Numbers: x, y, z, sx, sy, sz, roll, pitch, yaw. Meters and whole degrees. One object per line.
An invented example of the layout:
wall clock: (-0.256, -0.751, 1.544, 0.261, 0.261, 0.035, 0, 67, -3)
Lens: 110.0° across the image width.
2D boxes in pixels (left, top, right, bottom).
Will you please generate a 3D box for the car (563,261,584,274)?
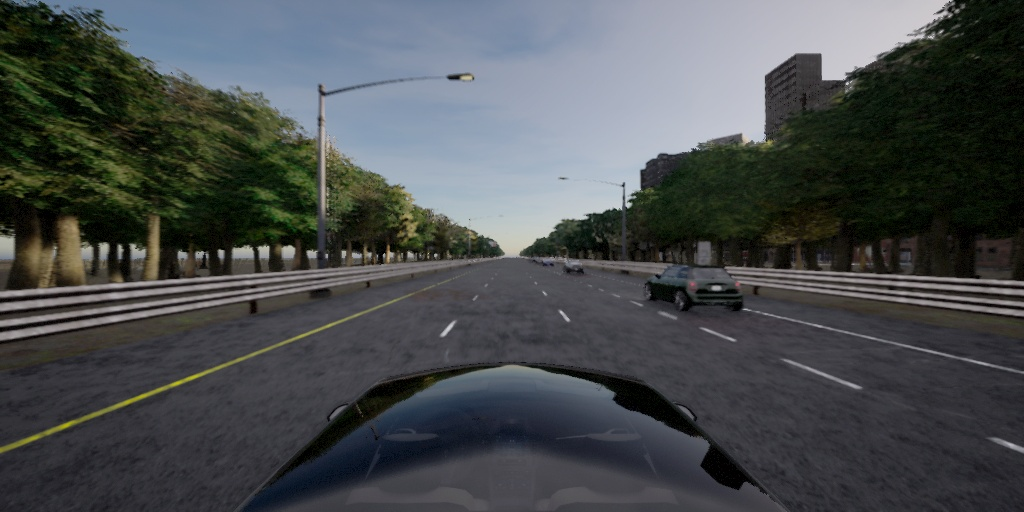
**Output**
car: (7.005, 1.290, 41.360, 1.812, 1.442, 4.674, 0, 0, 0)

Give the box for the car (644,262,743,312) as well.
car: (7.003, 1.106, 14.404, 2.097, 1.767, 4.553, 0, 0, 0)
